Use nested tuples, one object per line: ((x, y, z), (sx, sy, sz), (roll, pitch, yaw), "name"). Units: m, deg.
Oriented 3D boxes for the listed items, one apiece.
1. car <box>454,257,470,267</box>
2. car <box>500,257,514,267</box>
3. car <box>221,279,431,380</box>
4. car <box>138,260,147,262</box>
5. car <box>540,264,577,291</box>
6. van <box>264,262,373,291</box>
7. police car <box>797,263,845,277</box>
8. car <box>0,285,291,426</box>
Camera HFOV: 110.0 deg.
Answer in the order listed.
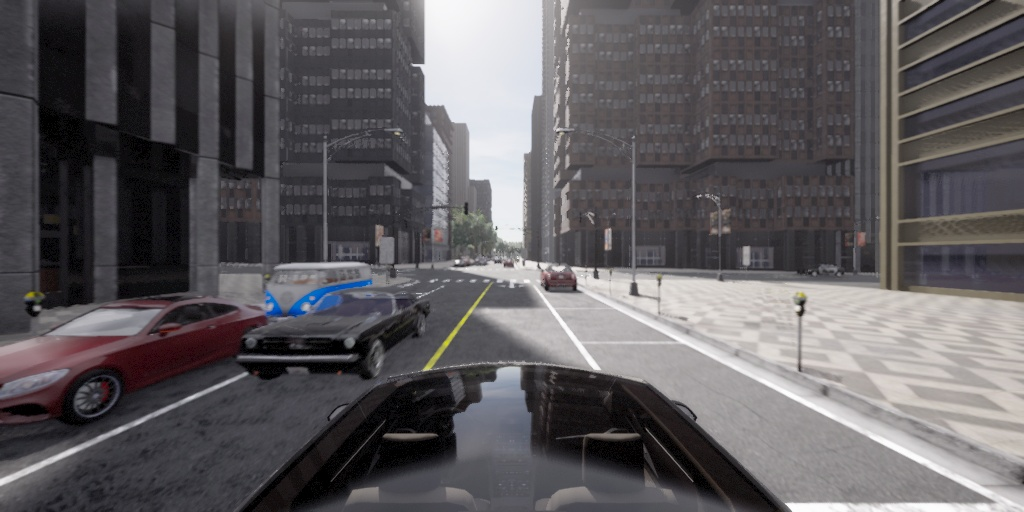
((-9.123, 1.308, 63.357), (1.948, 1.339, 4.313), (0, 0, 0), "car")
((-0.598, 1.181, 63.407), (1.967, 1.591, 4.097), (0, 0, 0), "car")
((-3.097, 1.349, 7.387), (1.895, 1.301, 4.718), (0, 0, 0), "car")
((-41.810, 0.722, 38.385), (5.357, 1.411, 2.033), (1, 0, 0), "car")
((2.762, 1.184, 22.015), (1.967, 1.591, 4.097), (0, 0, 0), "car")
((-5.764, 1.088, 11.131), (1.690, 1.789, 3.998), (0, 0, 0), "van")
((39.000, 1.747, 45.397), (5.238, 1.638, 1.930), (1, 0, 0), "police car")
((-5.764, 1.331, 5.689), (1.802, 1.307, 4.207), (0, 0, 0), "car")
